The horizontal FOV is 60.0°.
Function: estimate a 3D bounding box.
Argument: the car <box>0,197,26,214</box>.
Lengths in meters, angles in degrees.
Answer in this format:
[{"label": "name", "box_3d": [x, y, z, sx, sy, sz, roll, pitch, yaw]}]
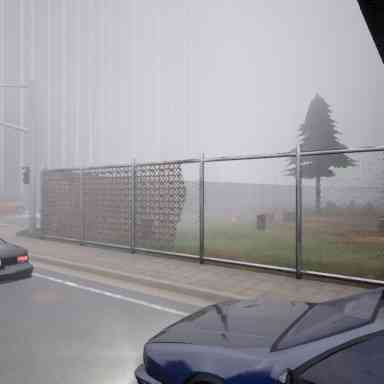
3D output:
[{"label": "car", "box_3d": [-18.483, 1.296, 31.773, 2.097, 1.767, 4.553, 0, 0, 36]}]

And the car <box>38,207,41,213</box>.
[{"label": "car", "box_3d": [-13.070, 1.508, 33.320, 1.994, 1.385, 4.181, 0, 0, 36]}]

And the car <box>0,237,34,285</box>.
[{"label": "car", "box_3d": [-6.180, 1.547, 8.375, 5.357, 1.411, 2.033, 0, 0, 35]}]

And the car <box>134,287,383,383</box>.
[{"label": "car", "box_3d": [2.031, 1.547, 2.543, 5.357, 1.411, 2.033, 0, 0, 35]}]
